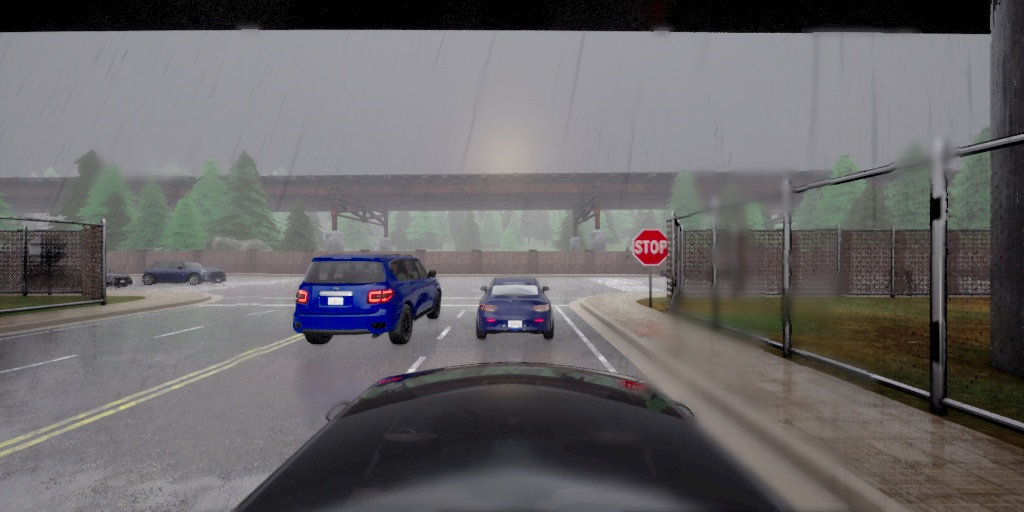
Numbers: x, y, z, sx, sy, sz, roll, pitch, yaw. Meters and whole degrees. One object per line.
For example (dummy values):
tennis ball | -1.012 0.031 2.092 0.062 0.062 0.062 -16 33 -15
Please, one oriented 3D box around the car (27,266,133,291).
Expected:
car | -25.552 1.254 21.271 4.892 1.490 1.837 0 0 0

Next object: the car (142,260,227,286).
car | -22.492 1.103 24.792 4.553 1.767 2.097 0 0 0

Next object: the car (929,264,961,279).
car | 39.744 1.351 31.298 4.718 1.301 1.895 0 0 1

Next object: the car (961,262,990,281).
car | 39.211 0.972 27.807 5.566 2.045 2.150 0 0 1

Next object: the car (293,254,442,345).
car | -3.423 0.971 9.666 2.150 2.045 5.566 0 0 0

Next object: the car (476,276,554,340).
car | 0.078 1.276 9.900 1.812 1.442 4.674 0 0 0

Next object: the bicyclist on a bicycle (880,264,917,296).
bicyclist on a bicycle | 18.335 1.051 17.049 0.582 1.620 1.656 0 0 1

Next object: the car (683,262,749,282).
car | 15.808 1.239 28.057 4.902 1.511 2.128 0 0 1

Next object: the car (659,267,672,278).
car | 15.536 1.250 31.559 4.892 1.490 1.837 -1 0 1
